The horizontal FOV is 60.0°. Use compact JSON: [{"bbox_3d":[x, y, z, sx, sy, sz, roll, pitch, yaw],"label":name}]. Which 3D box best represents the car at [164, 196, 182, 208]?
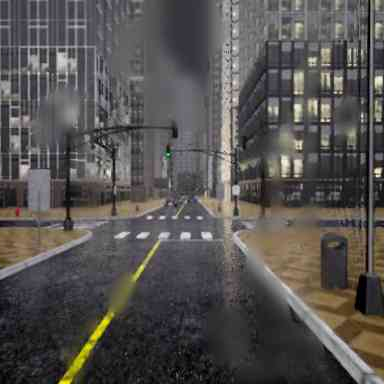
[{"bbox_3d":[-3.081,1.611,50.123,2.128,1.511,4.902,0,0,0],"label":"car"}]

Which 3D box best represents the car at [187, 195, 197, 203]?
[{"bbox_3d":[-0.017,1.549,78.018,2.097,1.767,4.553,0,0,0],"label":"car"}]

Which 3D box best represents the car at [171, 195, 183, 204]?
[{"bbox_3d":[-3.022,1.521,66.562,2.097,1.767,4.553,0,0,0],"label":"car"}]

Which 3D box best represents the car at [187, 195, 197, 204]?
[{"bbox_3d":[-0.015,1.699,68.030,1.812,1.442,4.674,0,0,0],"label":"car"}]
